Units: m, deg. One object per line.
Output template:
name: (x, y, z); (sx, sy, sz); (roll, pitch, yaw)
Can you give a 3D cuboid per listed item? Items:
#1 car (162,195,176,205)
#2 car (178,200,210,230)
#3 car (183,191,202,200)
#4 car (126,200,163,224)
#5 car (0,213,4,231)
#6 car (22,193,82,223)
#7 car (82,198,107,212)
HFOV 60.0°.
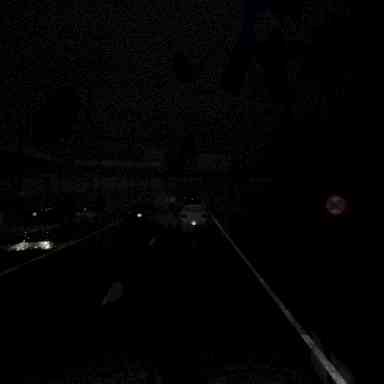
car: (-3.431, 1.129, 48.450); (1.812, 1.442, 4.674); (0, 1, 0)
car: (0.096, 1.447, 20.356); (1.812, 1.442, 4.674); (0, 0, 0)
car: (0.048, 0.899, 42.536); (2.150, 2.045, 5.566); (0, 1, 0)
car: (-3.405, 1.460, 23.574); (1.994, 1.385, 4.181); (0, 1, 0)
car: (-10.546, 1.436, 14.924); (1.882, 1.535, 5.008); (0, 0, 1)
car: (-10.505, 1.105, 24.962); (2.150, 2.045, 5.566); (0, 1, 0)
car: (-10.507, 1.313, 35.374); (2.033, 1.411, 5.357); (0, 1, 0)
